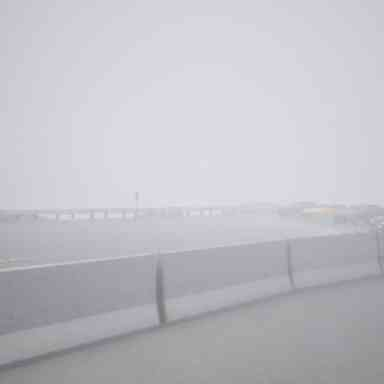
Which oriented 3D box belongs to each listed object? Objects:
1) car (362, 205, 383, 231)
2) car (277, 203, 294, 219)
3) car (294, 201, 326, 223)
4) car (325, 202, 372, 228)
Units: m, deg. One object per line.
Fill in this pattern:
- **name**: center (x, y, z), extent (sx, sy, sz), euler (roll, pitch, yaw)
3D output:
- **car**: center (12.548, 1.679, 19.660), extent (4.674, 1.442, 1.812), euler (1, 0, -28)
- **car**: center (9.978, 1.587, 30.142), extent (5.008, 1.535, 1.882), euler (1, 0, -27)
- **car**: center (10.993, 1.604, 26.738), extent (5.008, 1.535, 1.882), euler (1, 0, -27)
- **car**: center (12.034, 1.621, 23.332), extent (5.008, 1.535, 1.882), euler (1, 0, -27)
